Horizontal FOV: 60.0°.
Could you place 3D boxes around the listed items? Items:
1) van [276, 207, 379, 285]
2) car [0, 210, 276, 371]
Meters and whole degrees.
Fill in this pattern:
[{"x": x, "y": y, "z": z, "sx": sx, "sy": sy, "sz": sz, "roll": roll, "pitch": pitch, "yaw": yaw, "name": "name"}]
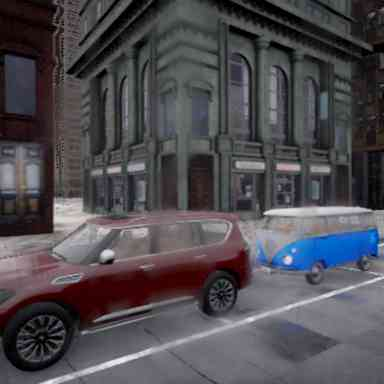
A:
[{"x": 3.474, "y": 1.318, "z": 9.124, "sx": 3.998, "sy": 1.788, "sz": 1.690, "roll": 0, "pitch": 0, "yaw": -35, "name": "van"}, {"x": -1.116, "y": 1.309, "z": 5.853, "sx": 5.009, "sy": 1.841, "sz": 2.192, "roll": 0, "pitch": 0, "yaw": -35, "name": "car"}]
